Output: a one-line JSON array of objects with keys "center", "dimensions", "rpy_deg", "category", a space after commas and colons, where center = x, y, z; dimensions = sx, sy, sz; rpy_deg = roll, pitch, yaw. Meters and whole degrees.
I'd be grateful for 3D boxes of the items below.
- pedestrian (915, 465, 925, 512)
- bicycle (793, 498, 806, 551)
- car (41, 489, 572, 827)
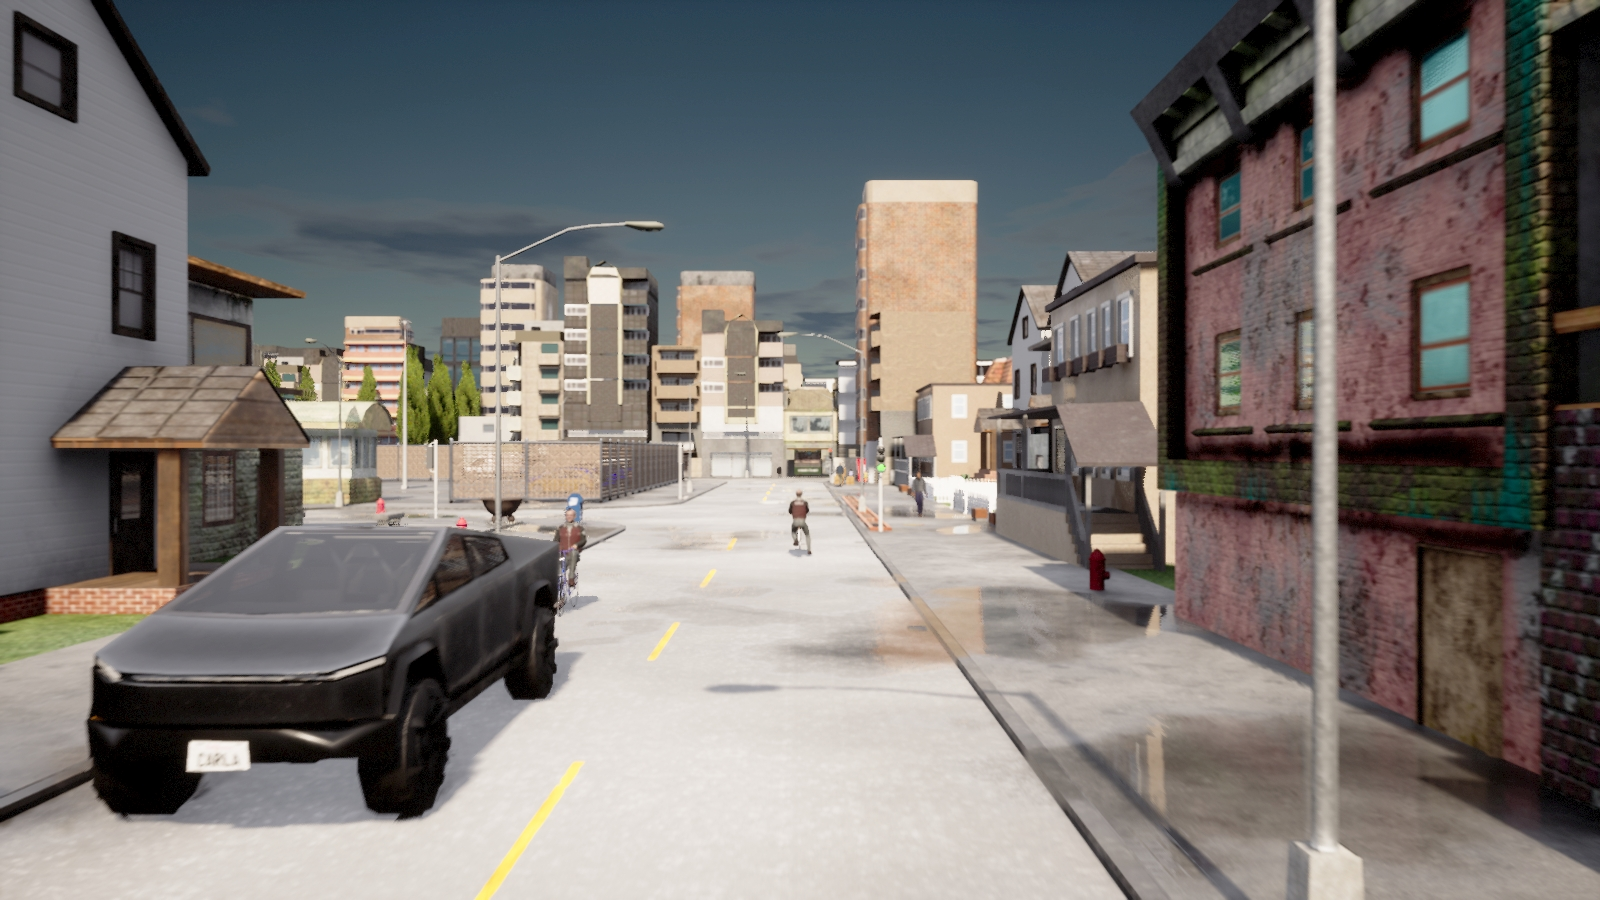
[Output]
[{"center": [4.737, 1.524, 45.169], "dimensions": [0.375, 1.860, 0.375], "rpy_deg": [0, 0, 2], "category": "pedestrian"}, {"center": [-0.014, 1.940, 30.197], "dimensions": [0.329, 1.271, 1.835], "rpy_deg": [0, 0, 0], "category": "bicycle"}, {"center": [-4.007, 1.534, 10.969], "dimensions": [2.390, 2.098, 6.274], "rpy_deg": [0, 0, 0], "category": "car"}]
